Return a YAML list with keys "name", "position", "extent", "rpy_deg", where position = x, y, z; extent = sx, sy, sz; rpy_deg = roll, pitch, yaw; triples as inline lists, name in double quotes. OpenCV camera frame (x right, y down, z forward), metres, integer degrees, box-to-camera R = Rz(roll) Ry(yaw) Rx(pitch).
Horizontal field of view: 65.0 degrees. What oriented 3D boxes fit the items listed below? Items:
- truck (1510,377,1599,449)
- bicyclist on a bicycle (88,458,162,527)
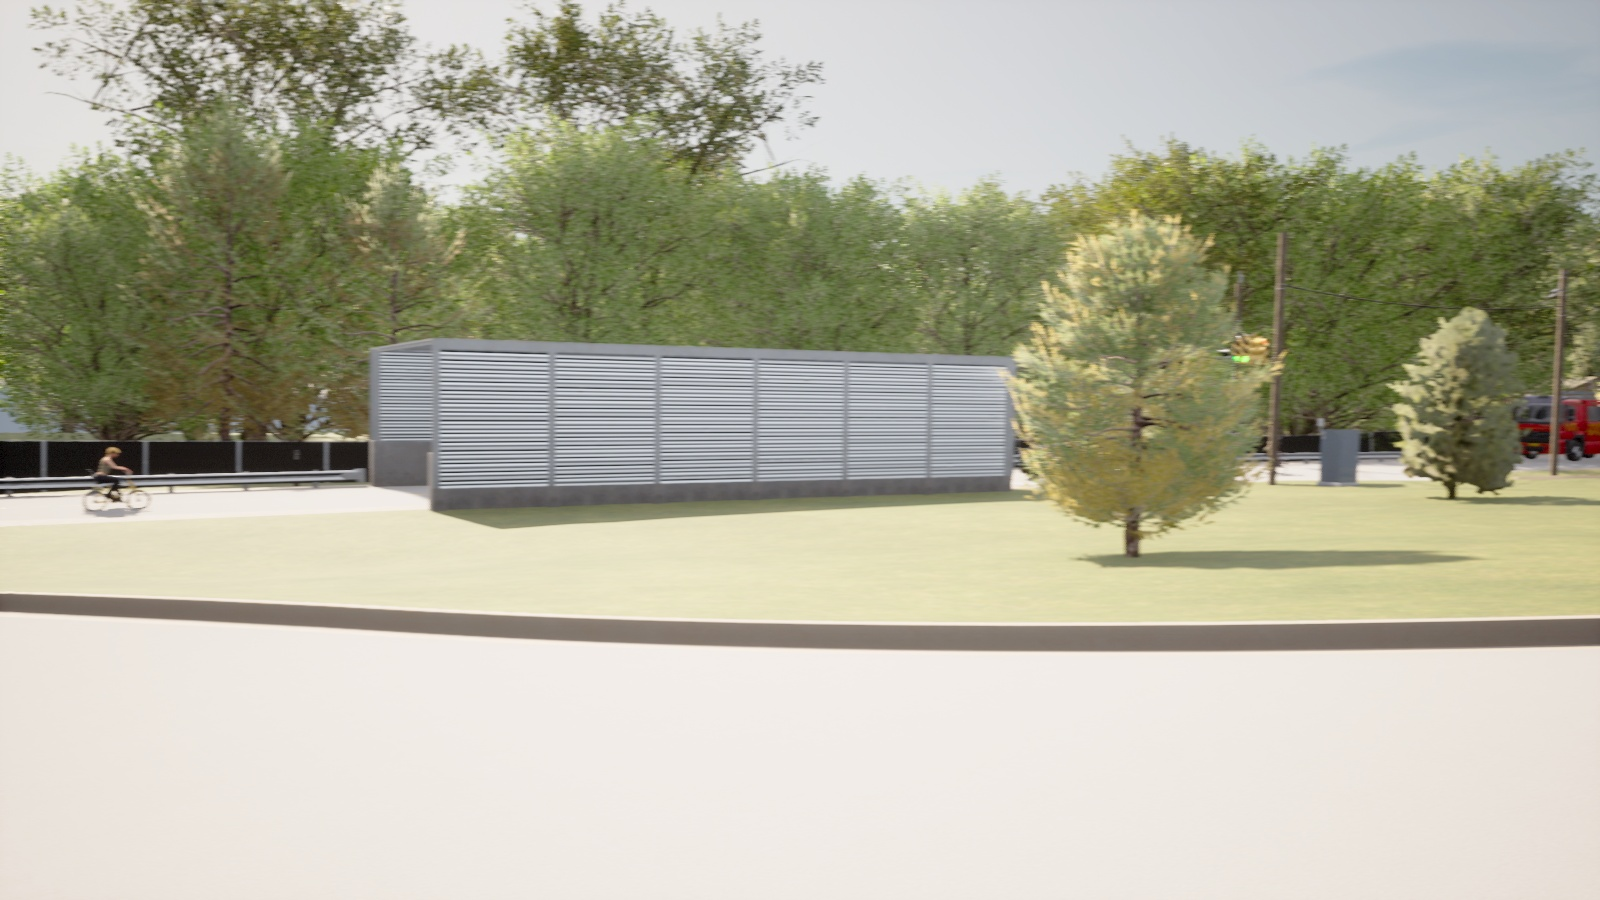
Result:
- name: "truck"
  position: [43.723, -2.143, 70.252]
  extent: [8.468, 3.827, 2.891]
  rpy_deg: [-2, 3, -29]
- name: "bicyclist on a bicycle"
  position: [-16.861, 1.038, 31.363]
  extent: [1.509, 1.612, 0.866]
  rpy_deg: [-2, 3, -34]
